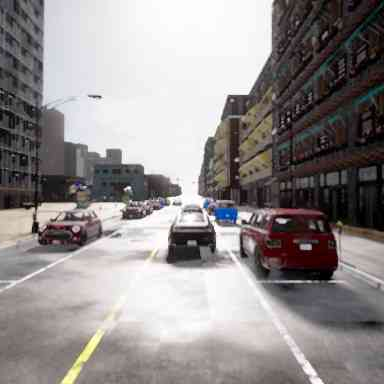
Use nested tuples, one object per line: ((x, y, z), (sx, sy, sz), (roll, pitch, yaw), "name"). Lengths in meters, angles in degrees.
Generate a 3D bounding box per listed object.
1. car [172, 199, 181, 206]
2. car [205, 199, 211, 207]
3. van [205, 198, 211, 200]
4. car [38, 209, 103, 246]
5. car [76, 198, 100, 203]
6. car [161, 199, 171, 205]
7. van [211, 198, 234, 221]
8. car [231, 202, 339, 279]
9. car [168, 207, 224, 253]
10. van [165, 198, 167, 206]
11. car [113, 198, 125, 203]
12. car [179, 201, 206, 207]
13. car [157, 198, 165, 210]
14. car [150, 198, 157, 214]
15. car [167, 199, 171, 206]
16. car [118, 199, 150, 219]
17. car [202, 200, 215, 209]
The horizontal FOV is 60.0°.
((-2.970, 2.114, 68.000), (2.033, 1.411, 5.357), (0, 0, 0), "car")
((2.719, 1.885, 38.523), (1.887, 1.381, 4.507), (1, 0, 0), "car")
((2.727, 1.773, 49.816), (1.690, 1.788, 3.998), (1, 0, 0), "van")
((-5.675, 1.585, 15.912), (1.967, 1.590, 4.097), (1, -1, 0), "car")
((-26.337, 2.184, 84.145), (4.097, 1.590, 1.967), (0, -1, 1), "car")
((-5.612, 2.151, 72.368), (1.887, 1.381, 4.507), (1, 0, 0), "car")
((2.716, 1.586, 27.231), (1.690, 1.788, 3.998), (1, 0, 0), "van")
((2.708, 1.410, 10.293), (2.192, 1.841, 5.009), (1, -1, 0), "car")
((0.011, 1.623, 14.295), (2.128, 1.511, 4.902), (0, 0, 0), "car")
((-5.618, 1.817, 55.432), (1.690, 1.788, 3.998), (1, 0, 0), "van")
((-19.674, 2.453, 92.686), (4.403, 1.369, 2.008), (0, -1, 1), "car")
((0.018, 1.771, 29.291), (1.837, 1.490, 4.892), (0, 0, 0), "car")
((-5.623, 1.976, 49.785), (1.887, 1.381, 4.507), (1, 0, 0), "car")
((-5.627, 1.780, 38.495), (1.967, 1.590, 4.097), (1, 0, 0), "car")
((-5.614, 2.003, 66.723), (1.967, 1.590, 4.097), (1, 0, 0), "car")
((-5.636, 1.733, 32.849), (1.967, 1.590, 4.097), (1, 0, 0), "car")
((2.727, 2.042, 55.460), (1.947, 1.339, 4.313), (1, 0, 0), "car")
